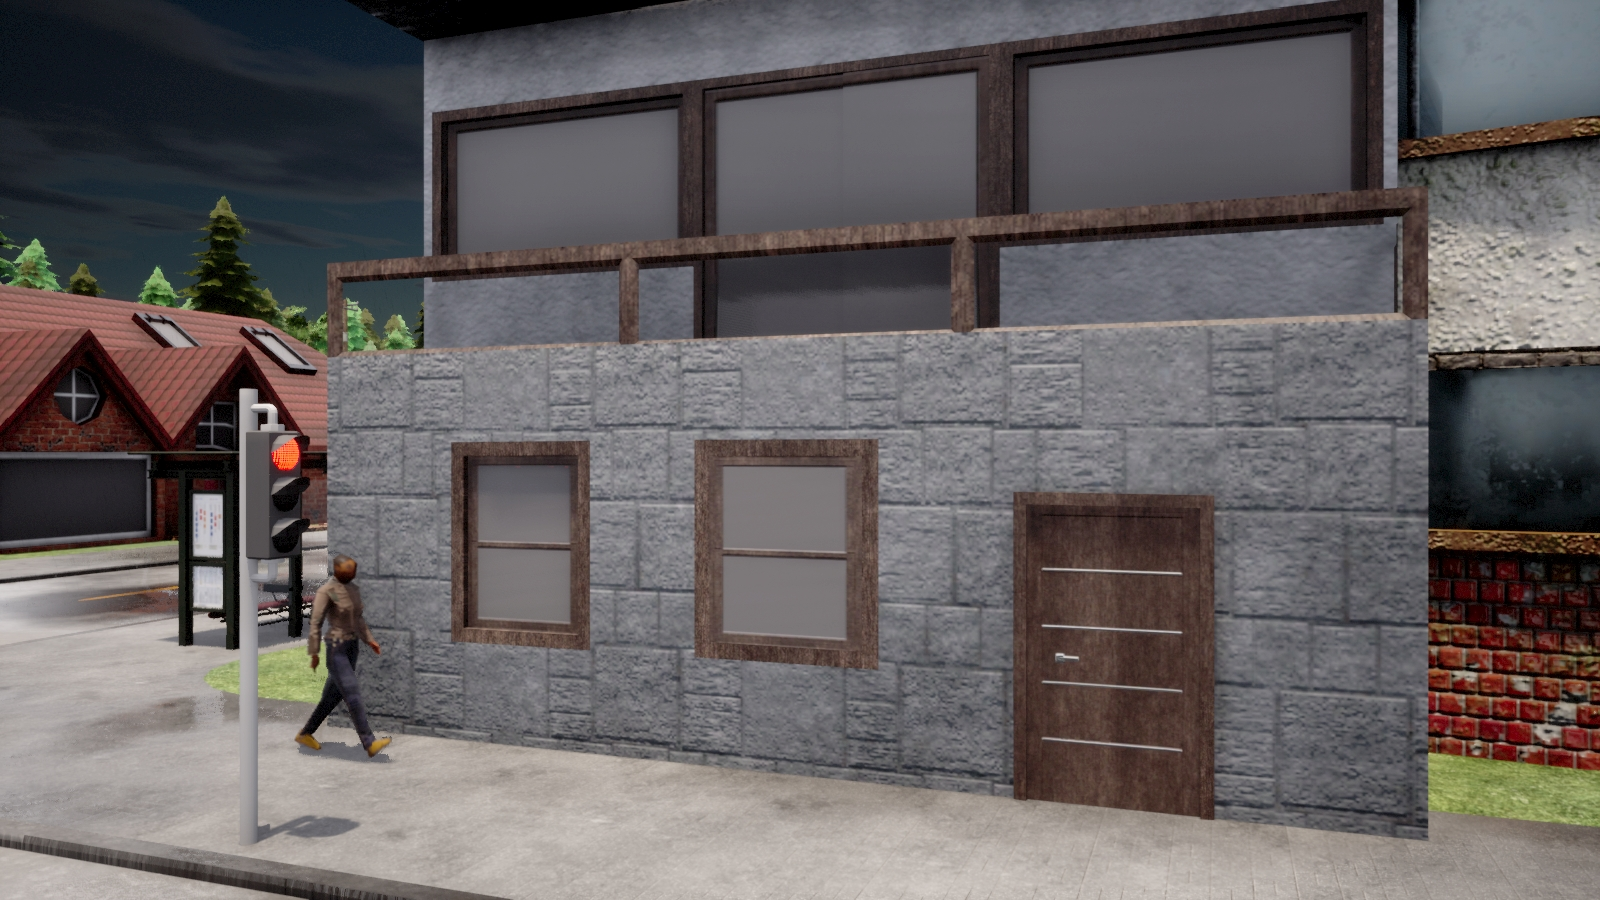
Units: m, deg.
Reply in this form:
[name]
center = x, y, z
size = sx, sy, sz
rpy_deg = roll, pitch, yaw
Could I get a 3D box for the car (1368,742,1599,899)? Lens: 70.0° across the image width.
[car]
center = 3.429, 1.806, 2.544
size = 3.705, 1.549, 1.789
rpy_deg = 0, 0, 20

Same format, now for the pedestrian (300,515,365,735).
[pedestrian]
center = -4.110, 1.516, 10.050
size = 0.375, 1.860, 0.375
rpy_deg = 0, 0, 20
